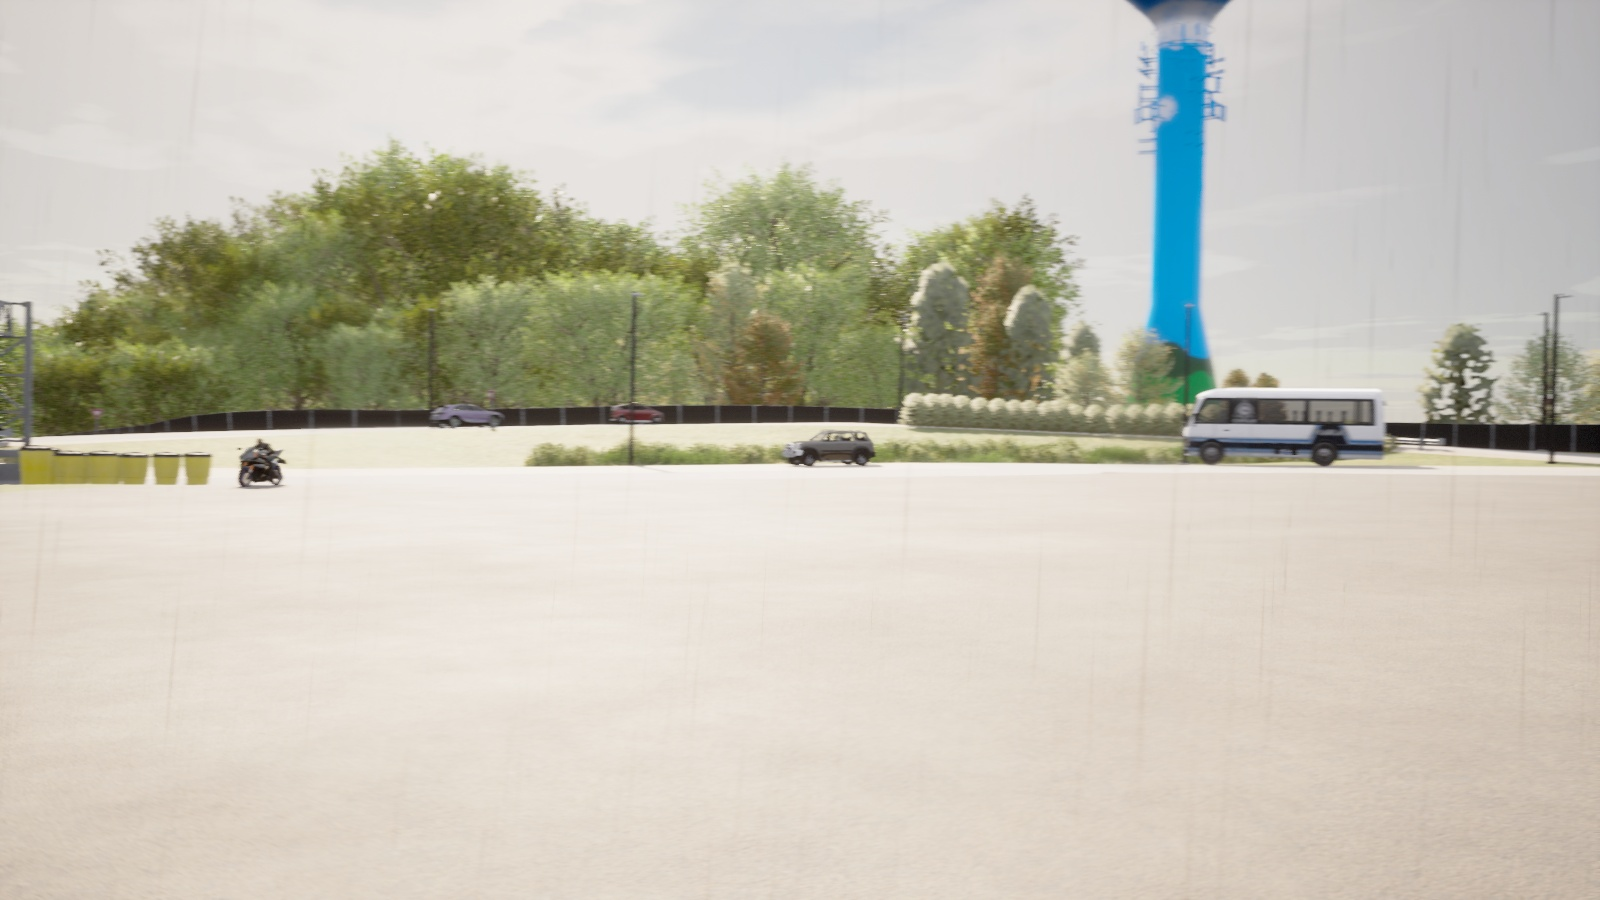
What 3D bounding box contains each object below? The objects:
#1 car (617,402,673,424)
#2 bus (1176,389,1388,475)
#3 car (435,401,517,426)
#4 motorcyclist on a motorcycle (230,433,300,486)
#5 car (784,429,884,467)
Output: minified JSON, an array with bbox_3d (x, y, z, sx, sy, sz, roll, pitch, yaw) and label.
[{"bbox_3d":[-11.186,-2.663,90.581,3.705,1.549,1.789,0,1,-19],"label":"car"},{"bbox_3d":[25.887,-1.031,67.902,10.273,4.253,3.944,2,1,20],"label":"bus"},{"bbox_3d":[-21.693,-2.447,84.187,4.856,1.649,2.033,-2,2,-41],"label":"car"},{"bbox_3d":[-16.421,0.278,38.582,0.866,1.530,2.191,2,1,10],"label":"motorcyclist on a motorcycle"},{"bbox_3d":[1.689,-0.118,62.769,4.605,1.855,1.932,0,1,-22],"label":"car"}]
